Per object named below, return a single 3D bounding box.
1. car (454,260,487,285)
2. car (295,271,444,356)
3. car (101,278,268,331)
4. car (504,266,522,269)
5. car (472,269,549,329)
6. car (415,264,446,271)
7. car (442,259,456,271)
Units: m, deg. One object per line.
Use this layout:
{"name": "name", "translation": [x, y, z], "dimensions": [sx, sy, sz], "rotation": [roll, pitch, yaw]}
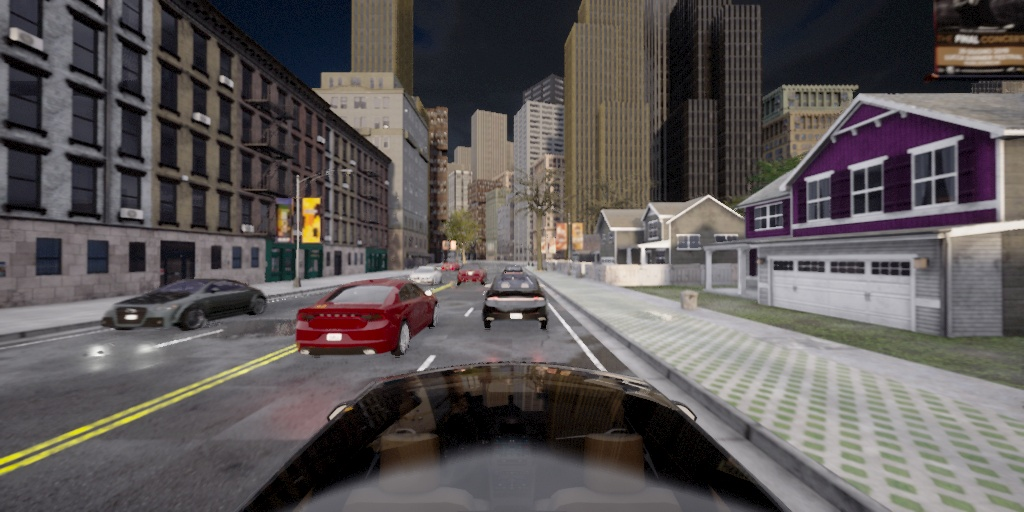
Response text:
{"name": "car", "translation": [-3.143, 1.377, 29.138], "dimensions": [2.097, 1.767, 4.553], "rotation": [0, -1, -1]}
{"name": "car", "translation": [-3.147, 1.301, 8.827], "dimensions": [1.882, 1.535, 5.008], "rotation": [0, 0, 0]}
{"name": "car", "translation": [-9.845, 1.412, 11.263], "dimensions": [1.994, 1.385, 4.181], "rotation": [0, -1, 0]}
{"name": "car", "translation": [0.110, 1.518, 29.018], "dimensions": [2.128, 1.511, 4.902], "rotation": [0, 0, 0]}
{"name": "car", "translation": [0.104, 1.344, 11.606], "dimensions": [2.128, 1.511, 4.902], "rotation": [0, 0, 0]}
{"name": "car", "translation": [-6.590, 1.536, 27.583], "dimensions": [1.812, 1.442, 4.674], "rotation": [0, -1, 0]}
{"name": "car", "translation": [-9.728, 1.536, 56.974], "dimensions": [2.150, 2.045, 5.566], "rotation": [0, 0, 0]}
